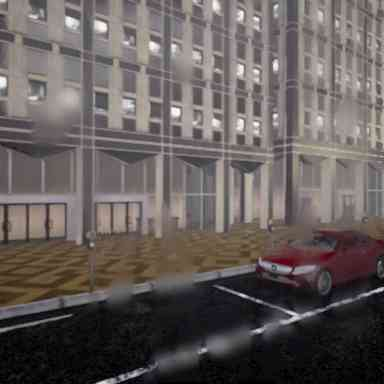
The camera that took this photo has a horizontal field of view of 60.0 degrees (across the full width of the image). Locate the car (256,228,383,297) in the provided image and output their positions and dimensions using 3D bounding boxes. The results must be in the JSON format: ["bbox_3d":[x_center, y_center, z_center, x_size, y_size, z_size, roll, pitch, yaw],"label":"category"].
[{"bbox_3d":[3.518,1.619,8.608,4.206,1.307,1.802,0,0,-35],"label":"car"}]
